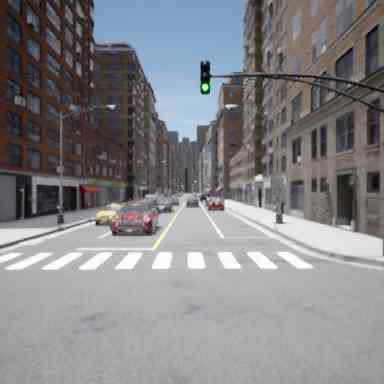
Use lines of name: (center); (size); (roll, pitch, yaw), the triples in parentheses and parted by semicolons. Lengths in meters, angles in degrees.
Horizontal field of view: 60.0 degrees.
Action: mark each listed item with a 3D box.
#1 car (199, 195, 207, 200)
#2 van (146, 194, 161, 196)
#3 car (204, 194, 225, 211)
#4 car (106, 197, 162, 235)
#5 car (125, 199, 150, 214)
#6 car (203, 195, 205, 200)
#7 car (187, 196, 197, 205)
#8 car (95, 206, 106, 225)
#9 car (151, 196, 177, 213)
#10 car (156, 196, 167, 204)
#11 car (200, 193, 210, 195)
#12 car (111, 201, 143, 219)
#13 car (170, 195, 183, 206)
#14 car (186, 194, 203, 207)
car: (2.875, 1.530, 89.533); (1.947, 1.339, 4.313); (0, 0, 0)
van: (-5.660, 1.301, 45.914); (1.690, 1.788, 3.998); (0, 0, 0)
car: (2.864, 1.401, 40.497); (1.967, 1.590, 4.097); (0, 0, 0)
car: (-3.087, 1.330, 18.651); (2.097, 1.767, 4.553); (0, 0, 0)
car: (-5.661, 1.509, 35.012); (1.887, 1.381, 4.507); (0, 0, 0)
car: (2.867, 1.508, 51.394); (2.008, 1.369, 4.403); (0, 0, 0)
car: (0.013, 1.484, 59.085); (1.812, 1.442, 4.674); (0, 0, 0)
car: (-5.664, 1.498, 23.941); (1.752, 1.417, 4.829); (0, 0, 0)
car: (-3.083, 1.456, 36.448); (2.128, 1.511, 4.902); (0, 0, 0)
car: (-5.656, 1.484, 62.096); (1.752, 1.417, 4.829); (0, 0, 0)
car: (3.016, 1.183, 73.008); (2.150, 2.045, 5.566); (0, 0, 0)
car: (-5.662, 1.519, 29.561); (2.008, 1.369, 4.403); (0, 0, 0)
car: (-2.988, 1.559, 53.258); (1.994, 1.385, 4.181); (0, 0, 0)
car: (0.068, 1.450, 49.020); (2.128, 1.511, 4.902); (0, 0, 0)
